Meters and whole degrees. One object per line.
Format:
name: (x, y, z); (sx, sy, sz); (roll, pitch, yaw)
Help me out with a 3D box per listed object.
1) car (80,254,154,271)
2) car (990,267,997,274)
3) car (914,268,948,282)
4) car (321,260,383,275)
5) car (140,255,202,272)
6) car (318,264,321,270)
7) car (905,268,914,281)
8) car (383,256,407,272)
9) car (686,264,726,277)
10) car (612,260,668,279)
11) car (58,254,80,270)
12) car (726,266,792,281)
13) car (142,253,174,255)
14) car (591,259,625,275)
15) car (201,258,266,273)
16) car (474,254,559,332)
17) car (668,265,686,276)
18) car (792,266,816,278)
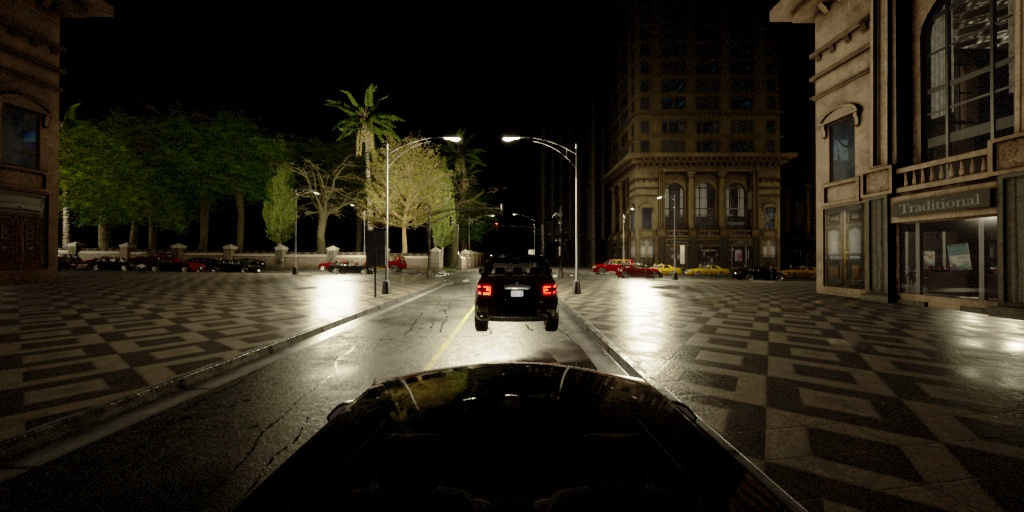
car: (-37.037, 0.780, 33.764); (4.403, 1.370, 2.007); (0, 0, 0)
car: (45.137, 1.813, 33.409); (4.097, 1.591, 1.967); (0, 0, 0)
car: (39.596, 1.888, 33.433); (4.207, 1.307, 1.802); (0, 0, 0)
car: (-14.941, 1.113, 33.669); (4.403, 1.370, 2.007); (0, 0, 0)
car: (-31.514, 0.859, 33.740); (4.507, 1.381, 1.888); (0, 0, 0)
car: (-20.440, 1.076, 42.218); (4.507, 1.381, 1.888); (0, 0, 0)
car: (34.055, 1.802, 33.457); (4.313, 1.339, 1.948); (0, 0, 0)
car: (-14.916, 0.927, 42.194); (5.009, 1.841, 2.192); (0, 0, 0)
car: (22.833, 1.669, 42.031); (4.829, 1.417, 1.751); (0, 0, 0)
car: (11.896, 1.385, 33.553); (4.097, 1.591, 1.967); (0, 0, 0)
car: (-42.561, 0.725, 33.788); (4.207, 1.307, 1.802); (0, 0, 0)
car: (22.976, 1.659, 33.505); (4.313, 1.339, 1.948); (0, 0, 0)
car: (-42.535, 0.507, 42.313); (5.009, 1.841, 2.192); (0, 0, 0)
car: (11.922, 1.310, 42.078); (5.009, 1.841, 2.192); (0, 0, 0)
car: (-25.989, 0.964, 33.716); (4.313, 1.339, 1.948); (0, 0, 0)
car: (0.115, 0.973, 11.061); (2.150, 2.045, 5.566); (0, 0, 0)
car: (17.293, 1.595, 42.055); (4.829, 1.417, 1.751); (0, 0, 0)
car: (33.914, 1.811, 41.983); (4.829, 1.417, 1.751); (0, 0, 0)
